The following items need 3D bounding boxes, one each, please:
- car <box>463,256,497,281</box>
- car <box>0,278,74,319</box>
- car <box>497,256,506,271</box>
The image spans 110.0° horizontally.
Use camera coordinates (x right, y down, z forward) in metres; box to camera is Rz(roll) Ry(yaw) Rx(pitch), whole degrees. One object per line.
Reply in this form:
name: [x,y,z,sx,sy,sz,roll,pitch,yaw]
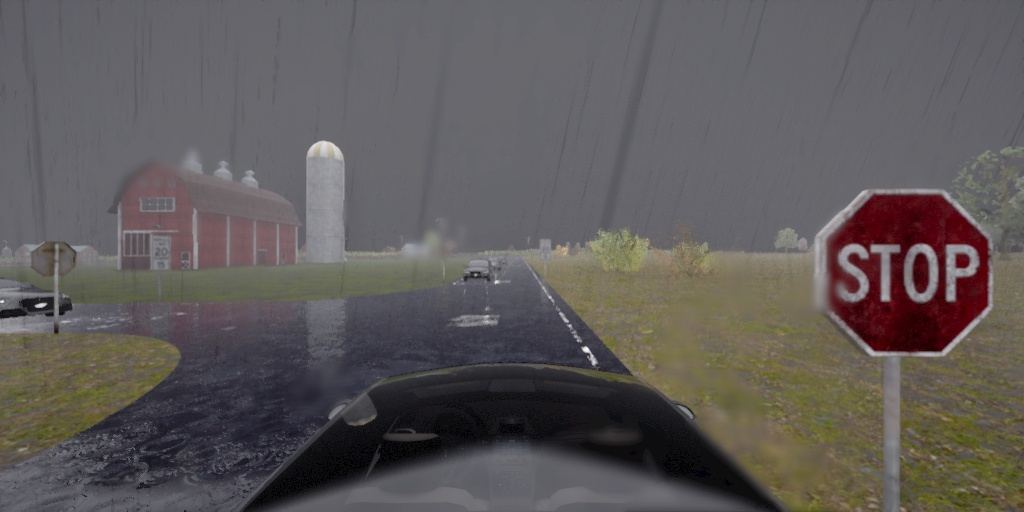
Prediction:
car: [-2.347,0.968,26.022,1.837,1.490,4.892,0,1,1]
car: [-16.522,1.361,11.128,4.181,1.385,1.994,0,0,2]
car: [-2.094,0.807,38.997,2.128,1.511,4.902,0,1,1]
